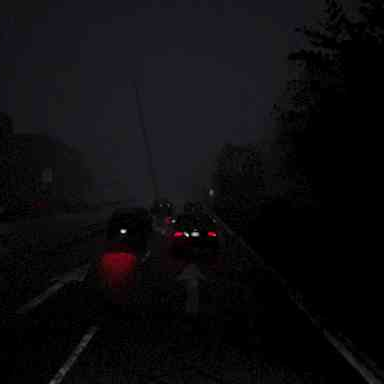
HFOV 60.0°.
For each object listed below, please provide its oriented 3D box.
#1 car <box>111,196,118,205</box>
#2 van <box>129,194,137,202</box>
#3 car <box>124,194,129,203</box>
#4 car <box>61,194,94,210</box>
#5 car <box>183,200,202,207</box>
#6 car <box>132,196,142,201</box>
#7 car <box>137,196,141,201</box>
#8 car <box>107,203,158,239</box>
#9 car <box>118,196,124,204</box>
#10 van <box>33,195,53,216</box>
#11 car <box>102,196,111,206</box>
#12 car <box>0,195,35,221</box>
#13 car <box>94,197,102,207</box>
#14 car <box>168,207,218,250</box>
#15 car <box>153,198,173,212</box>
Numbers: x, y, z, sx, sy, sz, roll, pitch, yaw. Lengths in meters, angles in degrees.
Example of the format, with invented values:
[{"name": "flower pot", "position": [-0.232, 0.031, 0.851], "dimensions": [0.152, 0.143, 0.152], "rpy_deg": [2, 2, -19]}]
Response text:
[{"name": "car", "position": [-15.499, 1.513, 60.676], "dimensions": [2.185, 1.767, 4.553], "rpy_deg": [0, 0, 0]}, {"name": "van", "position": [-15.554, 1.483, 82.754], "dimensions": [1.878, 1.987, 4.442], "rpy_deg": [0, 0, 0]}, {"name": "car", "position": [-15.527, 1.714, 71.822], "dimensions": [2.002, 1.452, 4.674], "rpy_deg": [0, 0, 0]}, {"name": "car", "position": [-15.458, 1.334, 44.167], "dimensions": [2.435, 2.045, 5.566], "rpy_deg": [0, 0, 0]}, {"name": "car", "position": [0.099, 1.599, 35.916], "dimensions": [2.128, 1.511, 4.902], "rpy_deg": [0, 0, 0]}, {"name": "car", "position": [-15.600, 1.785, 93.861], "dimensions": [2.002, 1.452, 4.674], "rpy_deg": [-2, 0, 0]}, {"name": "car", "position": [-15.569, 1.757, 88.365], "dimensions": [2.163, 1.488, 4.792], "rpy_deg": [0, 0, 0]}, {"name": "car", "position": [-3.150, 1.559, 17.678], "dimensions": [1.837, 1.490, 4.892], "rpy_deg": [0, 0, 0]}, {"name": "car", "position": [-15.513, 1.531, 66.201], "dimensions": [2.185, 1.767, 4.553], "rpy_deg": [0, 0, 0]}, {"name": "van", "position": [-15.430, 1.324, 32.903], "dimensions": [1.878, 1.987, 4.442], "rpy_deg": [0, 0, 0]}, {"name": "car", "position": [-15.486, 1.622, 55.125], "dimensions": [2.231, 1.521, 4.892], "rpy_deg": [0, 0, 0]}, {"name": "car", "position": [-15.417, 1.407, 27.525], "dimensions": [2.185, 1.767, 4.553], "rpy_deg": [0, 0, 0]}, {"name": "car", "position": [-15.472, 1.603, 49.599], "dimensions": [2.097, 1.535, 5.008], "rpy_deg": [0, 0, 0]}, {"name": "car", "position": [0.095, 1.591, 14.574], "dimensions": [2.033, 1.411, 5.357], "rpy_deg": [0, 0, 0]}, {"name": "car", "position": [-3.152, 1.459, 35.714], "dimensions": [2.097, 1.767, 4.553], "rpy_deg": [0, 0, 0]}]
